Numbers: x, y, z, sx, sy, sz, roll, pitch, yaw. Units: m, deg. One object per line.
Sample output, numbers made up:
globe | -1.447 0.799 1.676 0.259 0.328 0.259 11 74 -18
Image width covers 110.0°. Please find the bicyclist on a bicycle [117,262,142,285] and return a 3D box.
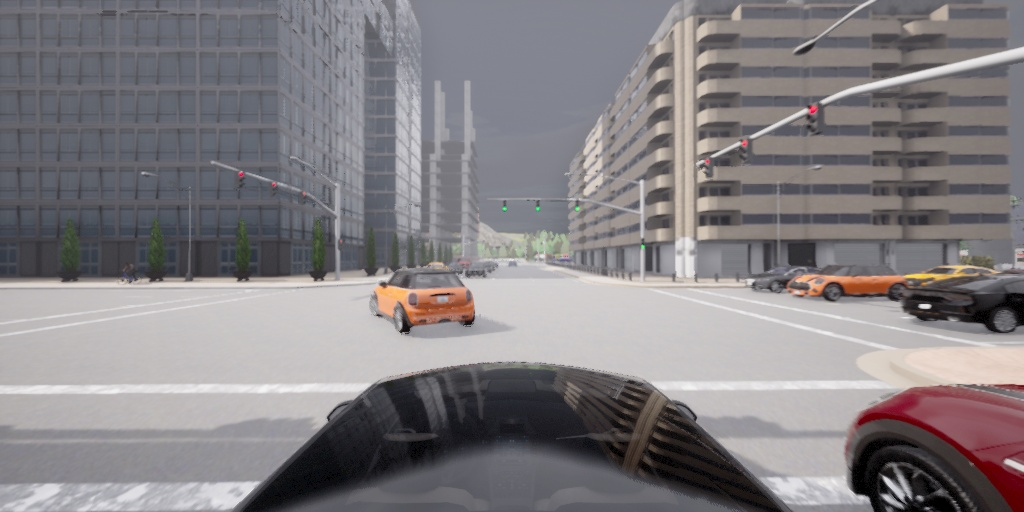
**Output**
bicyclist on a bicycle | -27.211 1.250 25.528 0.582 1.620 1.656 0 0 0

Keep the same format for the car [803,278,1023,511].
car | 3.536 1.092 0.830 2.097 1.767 4.553 0 0 2

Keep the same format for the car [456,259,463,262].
car | -6.991 1.411 42.634 2.128 1.511 4.902 0 0 0

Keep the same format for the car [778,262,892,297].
car | 16.074 1.186 17.386 4.553 1.767 2.097 0 0 0

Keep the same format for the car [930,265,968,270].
car | 25.750 1.307 20.921 5.008 1.535 1.882 0 0 0

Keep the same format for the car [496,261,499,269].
car | -3.410 1.461 53.889 1.837 1.490 4.892 0 0 0

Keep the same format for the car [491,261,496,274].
car | -3.477 1.486 45.076 1.994 1.385 4.181 0 0 0

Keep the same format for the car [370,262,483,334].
car | -2.978 1.172 11.334 2.097 1.767 4.553 0 0 -32

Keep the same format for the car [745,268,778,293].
car | 16.270 1.339 20.890 4.902 1.511 2.128 0 0 0

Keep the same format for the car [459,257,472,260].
car | -6.922 1.179 52.500 2.150 2.045 5.566 0 0 1

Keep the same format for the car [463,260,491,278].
car | -3.507 1.393 36.178 1.837 1.490 4.892 0 0 0

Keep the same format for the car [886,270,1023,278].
car | 14.334 1.288 10.331 5.008 1.535 1.882 0 -1 0

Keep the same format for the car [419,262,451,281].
car | -7.021 1.362 33.213 1.882 1.535 5.008 0 0 0

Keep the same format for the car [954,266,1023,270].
car | 25.054 1.343 17.408 4.674 1.442 1.812 0 0 0
